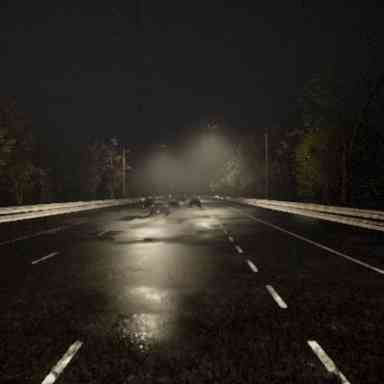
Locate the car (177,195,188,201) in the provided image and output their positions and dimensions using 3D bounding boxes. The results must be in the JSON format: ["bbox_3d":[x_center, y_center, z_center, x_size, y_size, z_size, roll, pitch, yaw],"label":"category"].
[{"bbox_3d":[-2.661,1.823,89.590,1.882,1.535,5.008,0,0,1],"label":"car"}]

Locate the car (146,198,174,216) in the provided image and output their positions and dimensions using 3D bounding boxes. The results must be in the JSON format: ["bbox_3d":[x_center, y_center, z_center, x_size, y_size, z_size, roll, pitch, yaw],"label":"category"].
[{"bbox_3d":[-3.186,1.652,34.035,1.812,1.442,4.674,0,0,1],"label":"car"}]

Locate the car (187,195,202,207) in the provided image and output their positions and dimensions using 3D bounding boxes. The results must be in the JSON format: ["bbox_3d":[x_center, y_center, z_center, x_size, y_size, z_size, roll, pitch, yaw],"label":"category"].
[{"bbox_3d":[0.499,1.688,53.729,1.837,1.490,4.892,0,0,1],"label":"car"}]

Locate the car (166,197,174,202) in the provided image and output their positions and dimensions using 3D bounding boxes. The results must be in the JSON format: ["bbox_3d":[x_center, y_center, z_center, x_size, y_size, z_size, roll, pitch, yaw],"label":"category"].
[{"bbox_3d":[-6.141,1.968,91.678,1.895,1.301,4.718,0,0,1],"label":"car"}]

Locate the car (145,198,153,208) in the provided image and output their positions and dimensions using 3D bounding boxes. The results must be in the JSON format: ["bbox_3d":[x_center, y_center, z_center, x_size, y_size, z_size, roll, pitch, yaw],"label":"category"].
[{"bbox_3d":[-6.499,1.727,53.918,1.837,1.490,4.892,0,0,1],"label":"car"}]

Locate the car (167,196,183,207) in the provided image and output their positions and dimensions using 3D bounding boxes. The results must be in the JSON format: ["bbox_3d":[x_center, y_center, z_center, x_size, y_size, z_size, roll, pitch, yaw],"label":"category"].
[{"bbox_3d":[-3.001,1.749,53.804,2.033,1.411,5.357,0,0,1],"label":"car"}]
